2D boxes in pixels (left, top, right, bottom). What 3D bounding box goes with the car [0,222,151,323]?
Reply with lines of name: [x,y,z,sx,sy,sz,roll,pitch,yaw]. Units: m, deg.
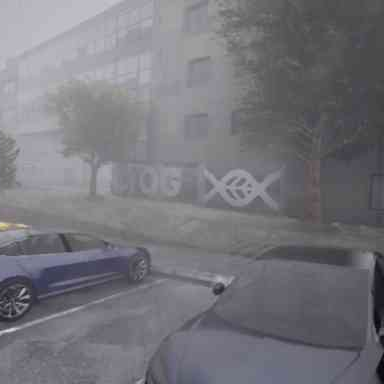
car: [-3.012,1.517,7.464,2.163,1.488,4.792,0,0,35]
